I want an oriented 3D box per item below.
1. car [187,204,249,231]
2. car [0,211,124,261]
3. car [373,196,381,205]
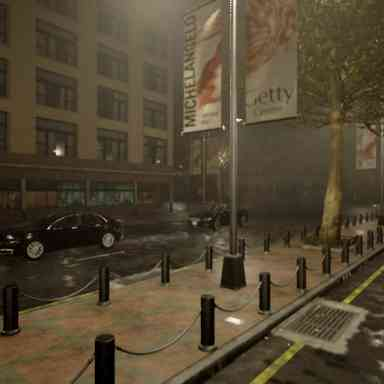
[{"bbox_3d":[1.705,1.484,20.468,2.128,1.511,4.902,0,0,40],"label":"car"},{"bbox_3d":[-4.861,1.503,12.552,1.837,1.490,4.892,0,0,40],"label":"car"},{"bbox_3d":[33.586,1.467,59.005,1.837,1.490,4.892,0,0,40],"label":"car"}]
